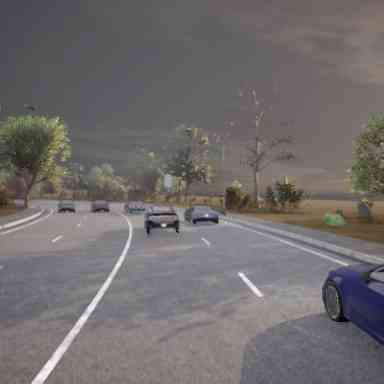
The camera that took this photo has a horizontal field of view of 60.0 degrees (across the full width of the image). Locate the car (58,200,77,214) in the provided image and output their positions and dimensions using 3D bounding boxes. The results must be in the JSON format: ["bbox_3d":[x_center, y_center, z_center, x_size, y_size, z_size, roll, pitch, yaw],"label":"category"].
[{"bbox_3d":[-14.154,1.632,37.728,2.033,1.411,5.357,0,0,-20],"label":"car"}]

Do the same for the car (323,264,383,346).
[{"bbox_3d":[3.375,1.520,4.249,1.812,1.442,4.674,0,0,-2],"label":"car"}]

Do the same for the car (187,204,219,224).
[{"bbox_3d":[0.619,1.601,25.102,1.994,1.385,4.181,0,0,-12],"label":"car"}]

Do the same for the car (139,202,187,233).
[{"bbox_3d":[-1.882,1.526,19.830,2.128,1.511,4.902,0,0,-10],"label":"car"}]

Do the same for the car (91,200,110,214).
[{"bbox_3d":[-10.442,1.627,37.786,2.033,1.411,5.357,0,0,-20],"label":"car"}]

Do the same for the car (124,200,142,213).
[{"bbox_3d":[-6.502,1.621,37.710,2.033,1.411,5.357,0,0,-19],"label":"car"}]
